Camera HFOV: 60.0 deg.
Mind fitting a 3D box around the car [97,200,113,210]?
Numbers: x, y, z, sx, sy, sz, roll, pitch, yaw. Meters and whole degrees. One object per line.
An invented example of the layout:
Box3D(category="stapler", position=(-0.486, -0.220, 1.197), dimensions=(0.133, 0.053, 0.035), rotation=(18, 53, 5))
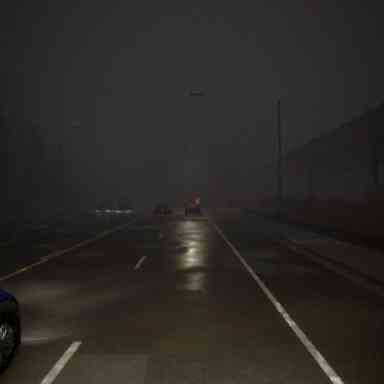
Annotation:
Box3D(category="car", position=(-14.291, 2.138, 54.906), dimensions=(1.837, 1.490, 4.892), rotation=(0, -1, -2))

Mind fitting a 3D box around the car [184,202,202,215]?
Box3D(category="car", position=(0.111, 1.956, 39.520), dimensions=(2.128, 1.511, 4.902), rotation=(0, -1, 0))

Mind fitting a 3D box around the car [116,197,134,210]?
Box3D(category="car", position=(-10.757, 1.846, 53.746), dimensions=(2.150, 2.045, 5.566), rotation=(0, 0, -2))

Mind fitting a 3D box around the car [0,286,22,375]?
Box3D(category="car", position=(-3.398, 1.386, 2.762), dimensions=(2.097, 1.767, 4.553), rotation=(0, -1, 0))

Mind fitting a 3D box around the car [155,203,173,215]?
Box3D(category="car", position=(-3.389, 2.040, 40.451), dimensions=(1.994, 1.385, 4.181), rotation=(0, -1, 0))
